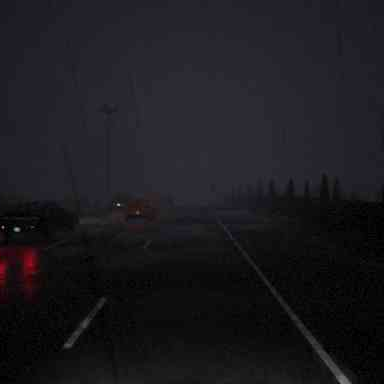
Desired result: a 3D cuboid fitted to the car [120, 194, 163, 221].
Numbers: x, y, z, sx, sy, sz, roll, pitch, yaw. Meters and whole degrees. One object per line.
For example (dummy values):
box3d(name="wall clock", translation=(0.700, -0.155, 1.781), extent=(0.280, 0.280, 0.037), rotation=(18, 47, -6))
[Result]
box3d(name="car", translation=(-3.394, 1.076, 23.249), extent=(1.882, 1.535, 5.008), rotation=(0, 1, 0))

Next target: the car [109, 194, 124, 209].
box3d(name="car", translation=(-6.890, 0.929, 33.649), extent=(1.837, 1.490, 4.892), rotation=(0, 1, 0))

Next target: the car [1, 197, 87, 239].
box3d(name="car", translation=(-6.895, 1.222, 15.552), extent=(2.128, 1.511, 4.902), rotation=(0, 1, 0))

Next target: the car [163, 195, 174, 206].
box3d(name="car", translation=(-3.388, 1.015, 41.514), extent=(1.994, 1.385, 4.181), rotation=(0, -1, 0))

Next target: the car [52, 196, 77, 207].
box3d(name="car", translation=(-21.030, 1.601, 55.098), extent=(2.128, 1.511, 4.902), rotation=(0, -4, 1))

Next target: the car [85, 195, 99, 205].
box3d(name="car", translation=(-17.519, 1.555, 57.837), extent=(2.150, 2.045, 5.566), rotation=(0, -5, 1))

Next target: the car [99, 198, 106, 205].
box3d(name="car", translation=(-14.029, 1.834, 57.795), extent=(1.837, 1.490, 4.892), rotation=(0, -5, 1))
